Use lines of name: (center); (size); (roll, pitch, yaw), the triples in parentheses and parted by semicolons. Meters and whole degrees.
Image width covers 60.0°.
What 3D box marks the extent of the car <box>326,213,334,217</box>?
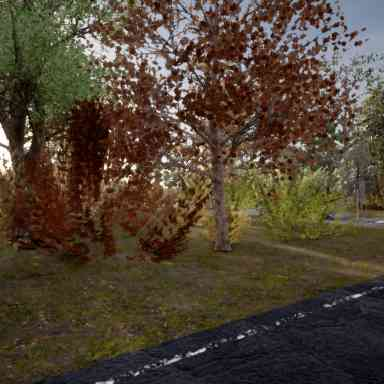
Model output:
car: (9.289, 1.147, 27.120); (2.097, 1.767, 4.553); (-1, 1, -36)
